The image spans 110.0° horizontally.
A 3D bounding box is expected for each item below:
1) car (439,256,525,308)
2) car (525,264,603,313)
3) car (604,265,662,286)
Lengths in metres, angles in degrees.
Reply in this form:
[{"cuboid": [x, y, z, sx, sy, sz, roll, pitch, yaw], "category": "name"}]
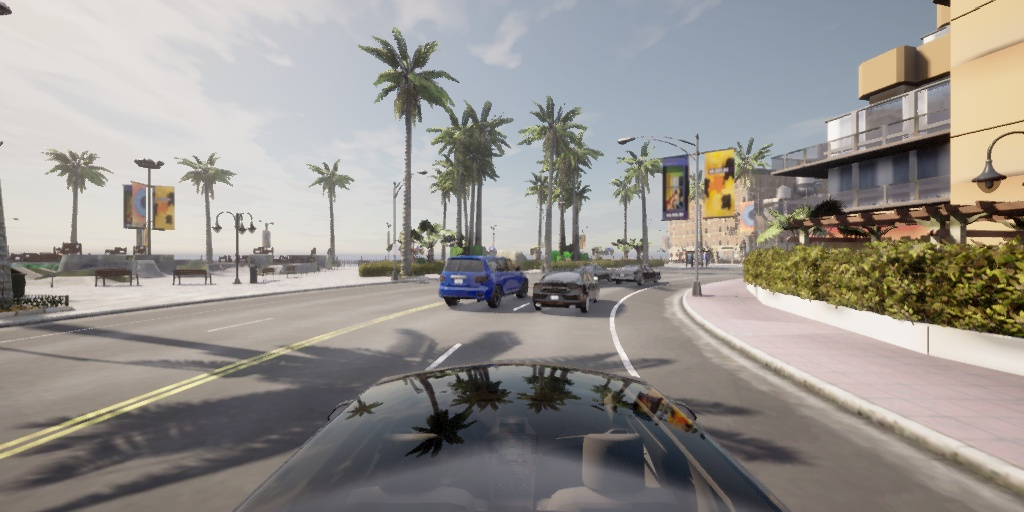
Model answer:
[{"cuboid": [-1.001, 1.005, 15.467, 2.150, 2.045, 5.566, 0, 0, 20], "category": "car"}, {"cuboid": [2.272, 1.232, 14.228, 1.882, 1.535, 5.008, 0, 0, 20], "category": "car"}, {"cuboid": [8.892, 1.311, 25.483, 2.033, 1.411, 5.357, 0, 0, 41], "category": "car"}]
